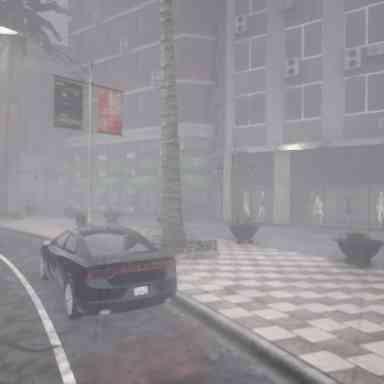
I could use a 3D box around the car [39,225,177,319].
[{"bbox_3d":[-2.198,1.501,7.650,1.882,1.535,5.008,1,0,-33],"label":"car"}]
